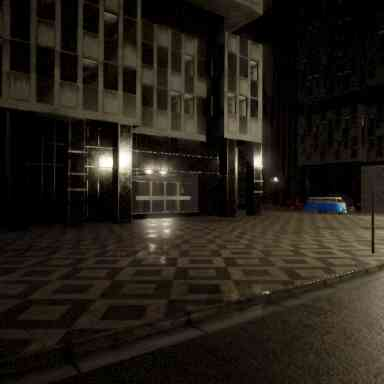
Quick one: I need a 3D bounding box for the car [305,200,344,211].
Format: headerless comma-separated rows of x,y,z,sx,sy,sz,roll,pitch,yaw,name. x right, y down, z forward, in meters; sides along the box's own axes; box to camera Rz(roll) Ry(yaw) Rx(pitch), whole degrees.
17.397,1.749,43.732,2.008,1.369,4.403,0,0,-36,car

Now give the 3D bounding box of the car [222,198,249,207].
7.442,1.839,57.655,1.752,1.417,4.829,0,0,-36,car

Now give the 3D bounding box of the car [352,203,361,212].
20.682,1.725,39.137,1.947,1.339,4.313,0,0,-36,car

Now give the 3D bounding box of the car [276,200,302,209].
14.112,1.819,48.327,1.802,1.307,4.206,0,0,-36,car

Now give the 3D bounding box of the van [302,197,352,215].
13.752,1.425,34.173,1.690,1.788,3.998,0,0,-36,van

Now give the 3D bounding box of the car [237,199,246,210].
7.182,1.706,43.362,1.887,1.381,4.507,0,0,-36,car
